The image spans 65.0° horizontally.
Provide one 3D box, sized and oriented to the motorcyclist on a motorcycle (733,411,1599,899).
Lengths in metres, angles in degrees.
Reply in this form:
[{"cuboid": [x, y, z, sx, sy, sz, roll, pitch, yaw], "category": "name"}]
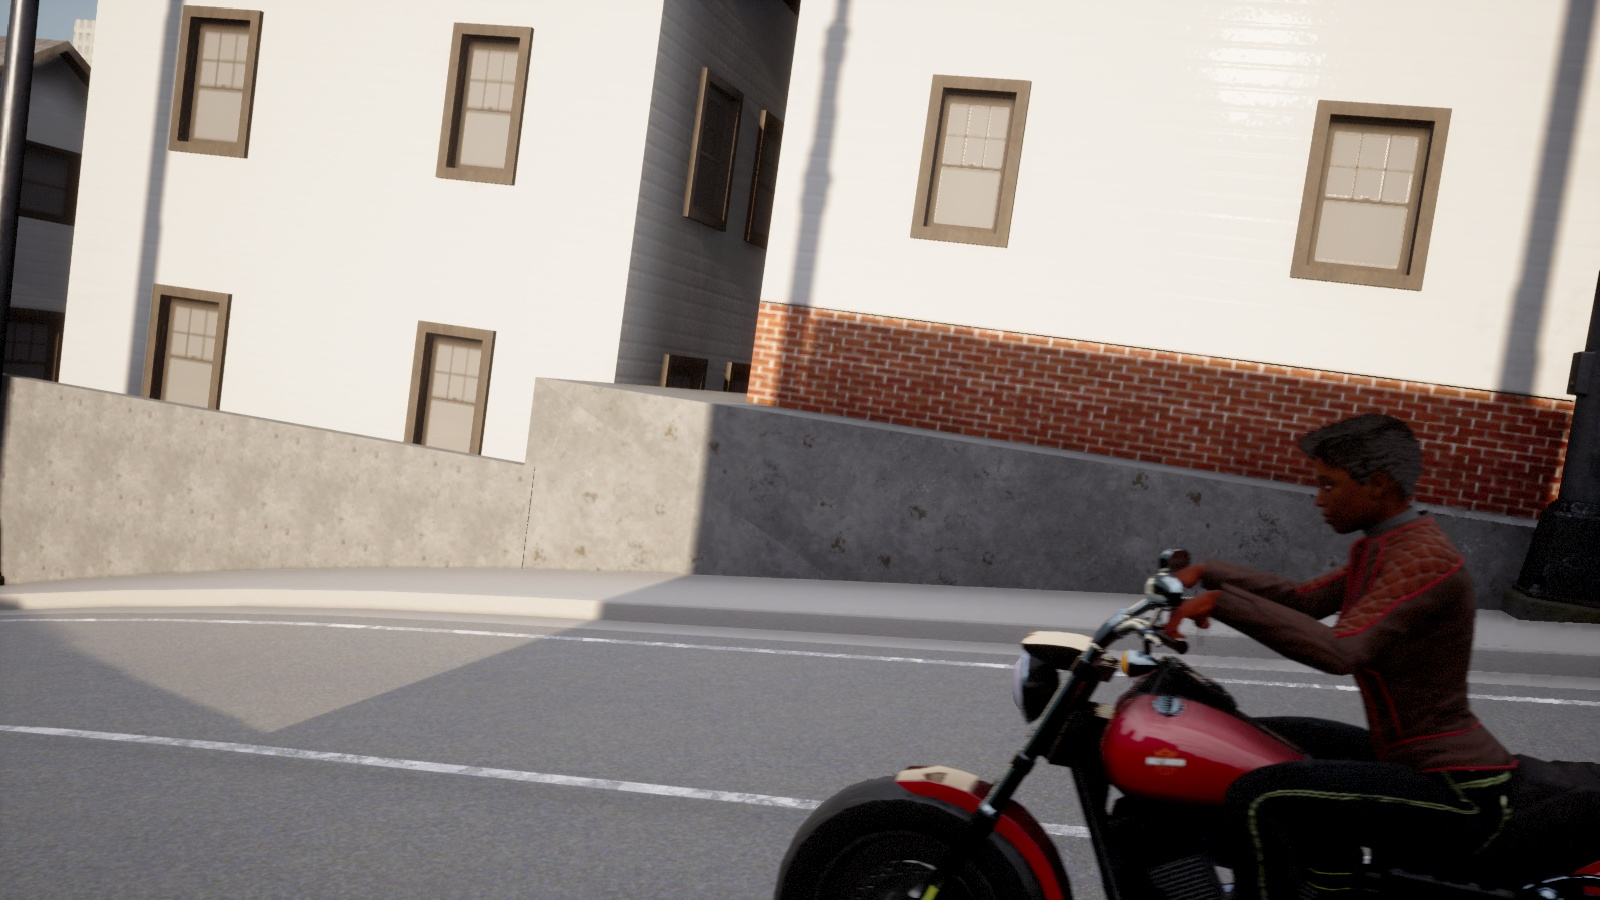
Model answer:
[{"cuboid": [1.084, 0.744, 2.838, 2.350, 1.649, 0.766, 0, 1, 19], "category": "motorcyclist on a motorcycle"}]
